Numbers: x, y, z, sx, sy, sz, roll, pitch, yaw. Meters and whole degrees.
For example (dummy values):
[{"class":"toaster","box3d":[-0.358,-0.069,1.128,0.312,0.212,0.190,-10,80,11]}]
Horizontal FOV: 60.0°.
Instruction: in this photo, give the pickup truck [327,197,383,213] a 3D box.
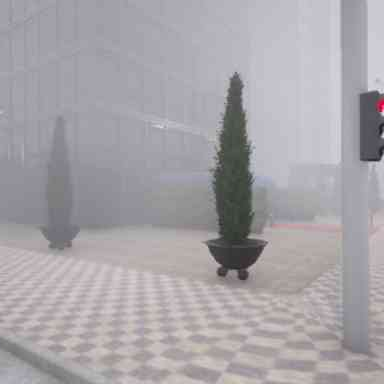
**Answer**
[{"class":"pickup truck","box3d":[16.915,1.099,34.342,6.274,2.098,2.390,0,0,-24]}]
